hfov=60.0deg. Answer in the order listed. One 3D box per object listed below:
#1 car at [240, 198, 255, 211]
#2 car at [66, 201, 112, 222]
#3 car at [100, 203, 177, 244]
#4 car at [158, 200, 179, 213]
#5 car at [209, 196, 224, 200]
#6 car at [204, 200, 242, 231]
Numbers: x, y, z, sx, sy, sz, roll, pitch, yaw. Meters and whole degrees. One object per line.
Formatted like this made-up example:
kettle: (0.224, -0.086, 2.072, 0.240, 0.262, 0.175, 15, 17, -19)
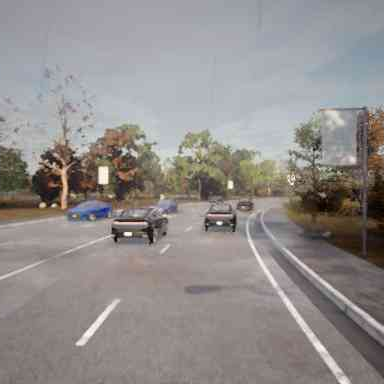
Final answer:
car: (6.808, 1.564, 41.911, 1.837, 1.490, 4.892, 0, 0, 17)
car: (-8.021, 1.463, 26.451, 1.882, 1.535, 5.008, 0, 0, 11)
car: (-2.322, 1.495, 15.919, 2.128, 1.511, 4.902, 0, 0, 7)
car: (-2.702, 1.536, 34.563, 1.812, 1.442, 4.674, 0, 0, 14)
car: (4.853, 1.522, 65.927, 1.837, 1.490, 4.892, 0, 1, 25)
car: (1.879, 1.515, 20.806, 2.128, 1.511, 4.902, 0, 0, 9)
